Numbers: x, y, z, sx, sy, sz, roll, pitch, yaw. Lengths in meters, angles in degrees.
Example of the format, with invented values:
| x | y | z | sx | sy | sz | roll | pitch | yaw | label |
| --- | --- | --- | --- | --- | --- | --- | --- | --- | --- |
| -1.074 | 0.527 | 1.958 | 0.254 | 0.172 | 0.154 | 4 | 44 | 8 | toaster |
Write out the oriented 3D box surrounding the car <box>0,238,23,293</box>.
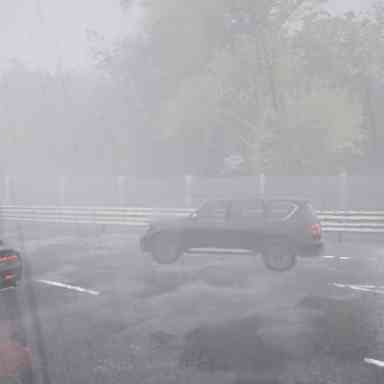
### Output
| x | y | z | sx | sy | sz | roll | pitch | yaw | label |
| --- | --- | --- | --- | --- | --- | --- | --- | --- | --- |
| -5.826 | 1.484 | 7.423 | 4.892 | 1.490 | 1.837 | 0 | 0 | 31 | car |

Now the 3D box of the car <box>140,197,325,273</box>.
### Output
| x | y | z | sx | sy | sz | roll | pitch | yaw | label |
| --- | --- | --- | --- | --- | --- | --- | --- | --- | --- |
| 1.178 | 1.174 | 10.439 | 5.566 | 2.045 | 2.150 | 0 | 0 | 16 | car |
